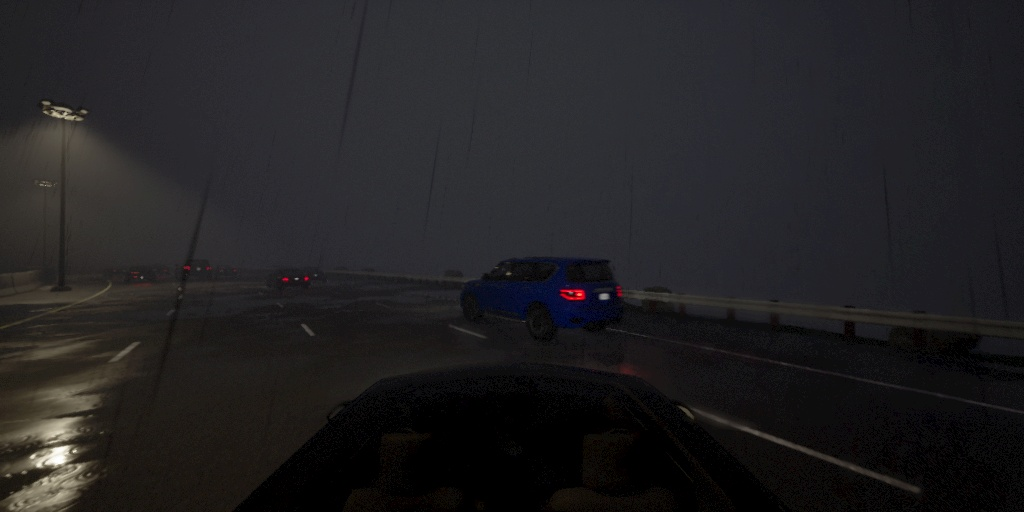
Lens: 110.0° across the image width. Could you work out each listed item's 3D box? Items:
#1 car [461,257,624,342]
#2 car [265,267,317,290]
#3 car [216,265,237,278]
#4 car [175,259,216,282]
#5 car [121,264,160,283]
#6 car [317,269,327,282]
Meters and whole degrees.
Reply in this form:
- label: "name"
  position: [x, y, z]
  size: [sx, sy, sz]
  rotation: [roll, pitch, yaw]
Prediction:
- label: "car"
  position: [0.575, 1.070, 10.510]
  size: [2.150, 2.045, 5.566]
  rotation: [1, -1, -36]
- label: "car"
  position: [-15.636, 1.562, 24.926]
  size: [2.033, 1.411, 5.357]
  rotation: [1, -1, -44]
- label: "car"
  position: [-34.096, 1.758, 42.127]
  size: [5.357, 1.411, 2.033]
  rotation: [-1, -1, 38]
- label: "car"
  position: [-30.941, 1.346, 34.819]
  size: [5.566, 2.045, 2.150]
  rotation: [-1, -1, 41]
- label: "car"
  position: [-33.444, 1.603, 32.237]
  size: [4.892, 1.490, 1.837]
  rotation: [-1, -1, 41]
- label: "car"
  position: [-18.544, 1.668, 32.700]
  size: [4.181, 1.385, 1.994]
  rotation: [-1, -1, 45]
